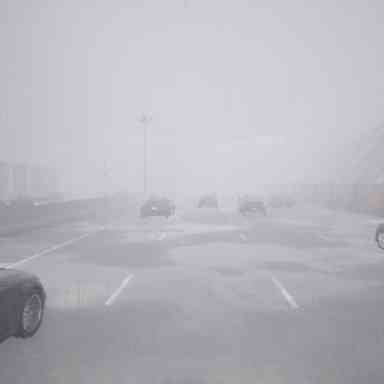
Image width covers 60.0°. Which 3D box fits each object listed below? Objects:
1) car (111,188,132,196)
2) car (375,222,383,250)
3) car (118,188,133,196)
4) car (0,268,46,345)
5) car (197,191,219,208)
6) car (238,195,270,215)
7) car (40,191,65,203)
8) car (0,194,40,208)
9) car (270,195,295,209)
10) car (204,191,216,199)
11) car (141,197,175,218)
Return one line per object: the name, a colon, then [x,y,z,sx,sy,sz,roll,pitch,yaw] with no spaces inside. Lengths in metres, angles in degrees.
car: [-11.358,0.518,52.674,1.895,1.301,4.718,0,1,3]
car: [7.401,1.304,9.948,1.837,1.490,4.892,0,1,2]
car: [-13.998,0.006,70.335,1.837,1.490,4.892,0,1,2]
car: [-3.313,1.451,3.428,1.812,1.442,4.674,0,1,2]
car: [1.677,0.832,33.913,1.812,1.442,4.674,0,1,4]
car: [4.663,0.989,26.293,1.812,1.442,4.674,0,1,4]
car: [-18.878,0.633,44.239,2.033,1.411,5.357,0,1,4]
car: [-16.282,0.894,30.452,1.812,1.442,4.674,0,1,4]
car: [8.584,0.939,32.504,1.895,1.301,4.718,0,1,4]
car: [2.996,0.482,54.772,1.895,1.301,4.718,0,1,2]
car: [-2.422,1.061,24.479,1.994,1.385,4.181,0,1,3]
